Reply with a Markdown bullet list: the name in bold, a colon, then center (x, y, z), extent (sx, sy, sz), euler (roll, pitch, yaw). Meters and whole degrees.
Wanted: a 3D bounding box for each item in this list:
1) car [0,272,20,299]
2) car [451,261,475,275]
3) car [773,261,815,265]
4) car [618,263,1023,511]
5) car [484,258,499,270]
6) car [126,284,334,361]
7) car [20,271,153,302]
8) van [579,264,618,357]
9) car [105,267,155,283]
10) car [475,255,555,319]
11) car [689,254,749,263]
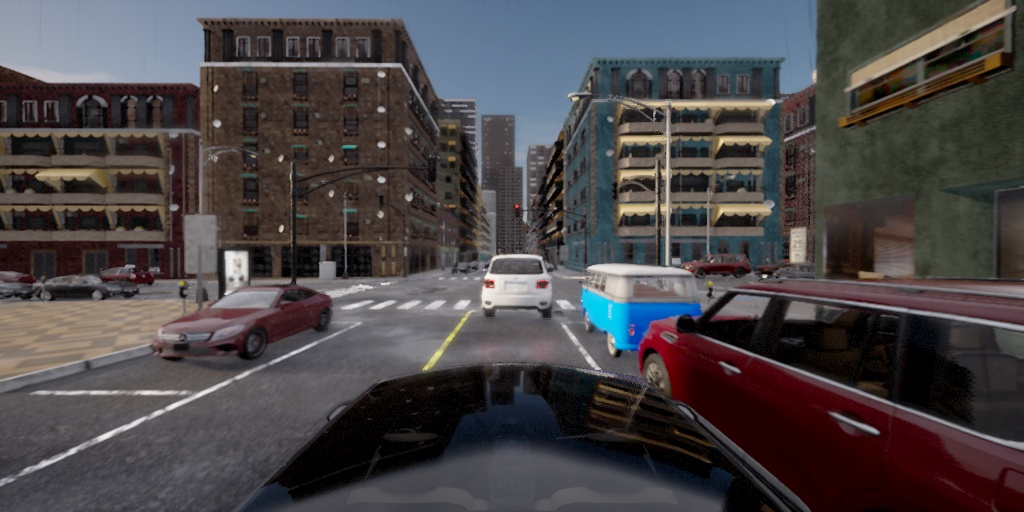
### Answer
- **car**: center (-27.976, 1.736, 18.985), extent (4.403, 1.370, 2.007), euler (0, 0, 0)
- **car**: center (-5.724, 1.348, 40.680), extent (1.948, 1.339, 4.313), euler (0, 0, 0)
- **car**: center (15.779, 1.106, 19.466), extent (4.313, 1.339, 1.948), euler (0, 0, 0)
- **car**: center (2.689, 1.065, 2.753), extent (2.192, 1.841, 5.009), euler (0, 0, 0)
- **car**: center (-3.119, 1.150, 54.838), extent (2.097, 1.767, 4.553), euler (0, 0, 0)
- **car**: center (-5.697, 1.337, 8.275), extent (1.802, 1.307, 4.207), euler (0, 0, 0)
- **car**: center (-22.407, 1.654, 19.030), extent (4.403, 1.370, 2.007), euler (0, 0, 0)
- **van**: center (2.684, 1.094, 8.281), extent (1.690, 1.789, 3.998), euler (0, 0, 0)
- **car**: center (-30.282, 1.598, 27.606), extent (4.097, 1.591, 1.967), euler (0, 0, 0)
- **car**: center (0.342, 0.978, 13.016), extent (2.150, 2.045, 5.566), euler (0, 0, 5)
- **car**: center (15.751, 0.796, 27.846), extent (5.009, 1.841, 2.192), euler (0, 0, 0)
